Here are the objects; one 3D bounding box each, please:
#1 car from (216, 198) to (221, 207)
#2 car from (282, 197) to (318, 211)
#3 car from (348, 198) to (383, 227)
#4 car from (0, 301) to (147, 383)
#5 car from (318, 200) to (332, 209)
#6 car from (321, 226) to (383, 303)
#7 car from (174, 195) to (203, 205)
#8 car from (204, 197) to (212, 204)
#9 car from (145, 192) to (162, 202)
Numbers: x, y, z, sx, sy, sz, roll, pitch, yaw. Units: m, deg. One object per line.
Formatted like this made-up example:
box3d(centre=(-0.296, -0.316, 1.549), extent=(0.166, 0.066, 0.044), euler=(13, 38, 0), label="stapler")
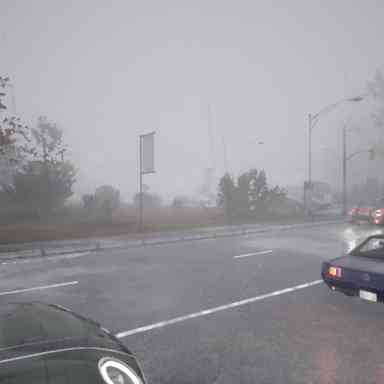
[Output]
box3d(centre=(5.245, 1.139, 43.967), extent=(2.097, 1.767, 4.553), euler=(-1, 0, -39), label="car")
box3d(centre=(10.947, 1.287, 36.839), extent=(1.837, 1.490, 4.892), euler=(-1, 0, -39), label="car")
box3d(centre=(11.880, 1.209, 21.023), extent=(4.553, 1.767, 2.097), euler=(-1, 0, -35), label="car")
box3d(centre=(-2.483, 1.352, 1.952), extent=(4.553, 1.767, 2.097), euler=(0, 0, -36), label="car")
box3d(centre=(13.580, 1.299, 39.150), extent=(2.033, 1.411, 5.357), euler=(-1, 0, -39), label="car")
box3d(centre=(4.989, 1.572, 7.289), extent=(4.718, 1.301, 1.895), euler=(-1, 0, -35), label="car")
box3d(centre=(-0.969, 1.283, 51.752), extent=(2.128, 1.511, 4.902), euler=(-1, 0, -38), label="car")
box3d(centre=(1.279, 1.287, 54.546), extent=(1.812, 1.442, 4.674), euler=(-1, 0, -38), label="car")
box3d(centre=(-7.563, 1.018, 60.079), extent=(2.150, 2.045, 5.566), euler=(-1, 0, -38), label="car")
